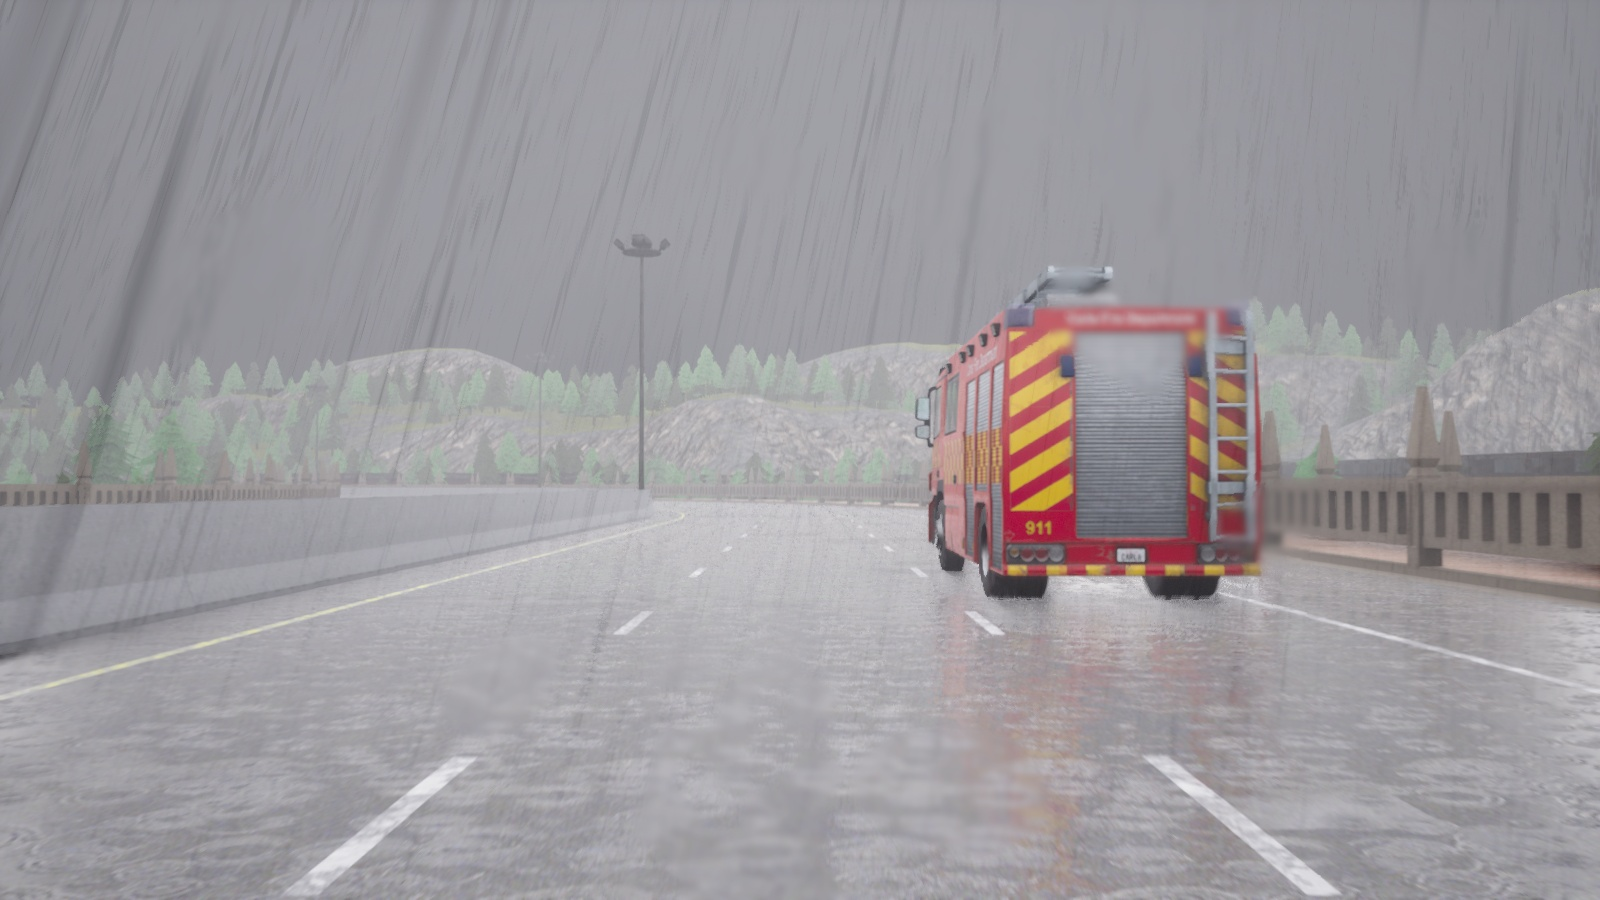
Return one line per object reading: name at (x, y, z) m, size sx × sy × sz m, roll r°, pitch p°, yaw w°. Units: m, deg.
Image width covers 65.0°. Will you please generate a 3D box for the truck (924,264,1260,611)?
truck at (3.621, -0.028, 18.068) m, size 2.891 × 3.827 × 8.468 m, roll 0°, pitch -2°, yaw 0°
